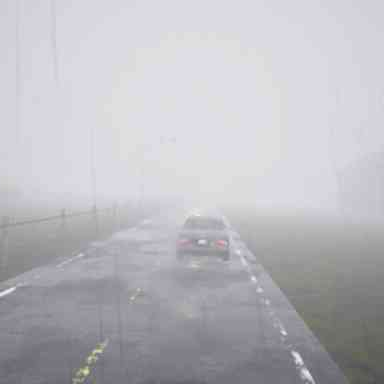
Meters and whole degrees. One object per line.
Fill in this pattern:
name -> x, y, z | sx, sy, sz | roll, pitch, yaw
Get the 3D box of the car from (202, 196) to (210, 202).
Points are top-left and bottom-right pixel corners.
car -> 3.484, 1.789, 82.664 | 2.128, 1.511, 4.902 | 2, 0, 2

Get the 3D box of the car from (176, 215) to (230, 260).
car -> 0.439, 1.583, 12.672 | 2.033, 1.411, 5.357 | 2, 0, 3

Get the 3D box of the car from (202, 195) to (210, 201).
car -> 3.935, 1.772, 92.973 | 2.128, 1.511, 4.902 | 2, 0, 2
